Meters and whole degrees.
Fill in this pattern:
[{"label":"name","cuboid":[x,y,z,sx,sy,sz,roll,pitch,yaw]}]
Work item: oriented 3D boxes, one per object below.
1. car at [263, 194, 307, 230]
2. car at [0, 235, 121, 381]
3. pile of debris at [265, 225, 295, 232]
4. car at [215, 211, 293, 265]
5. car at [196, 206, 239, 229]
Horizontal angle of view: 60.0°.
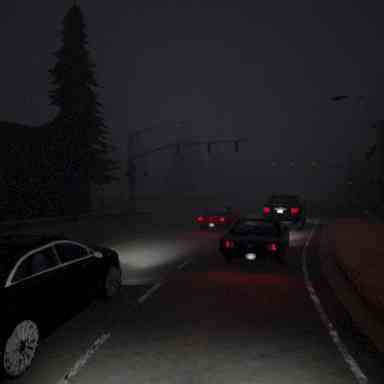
[{"label":"car","cuboid":[5.852,1.162,20.793,2.150,2.045,5.566,0,0,22]},{"label":"car","cuboid":[-2.721,1.454,5.486,2.128,1.511,4.902,0,0,8]},{"label":"pile of debris","cuboid":[5.215,2.118,19.567,1.500,0.140,1.860,0,0,22]},{"label":"car","cuboid":[2.378,1.563,11.662,1.895,1.301,4.718,0,0,18]},{"label":"car","cuboid":[1.895,1.524,20.316,1.895,1.301,4.718,0,0,22]}]
